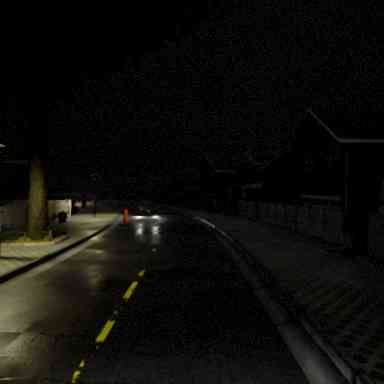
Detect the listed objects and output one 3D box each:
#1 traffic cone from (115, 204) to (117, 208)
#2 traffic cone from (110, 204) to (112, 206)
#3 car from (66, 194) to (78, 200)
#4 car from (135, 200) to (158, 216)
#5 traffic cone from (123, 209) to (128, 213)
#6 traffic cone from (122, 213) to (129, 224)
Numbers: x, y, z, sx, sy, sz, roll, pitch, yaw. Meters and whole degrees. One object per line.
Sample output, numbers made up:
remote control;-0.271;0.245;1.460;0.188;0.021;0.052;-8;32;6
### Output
traffic cone;-10.676;1.917;46.864;0.340;0.580;0.340;0;0;-21
traffic cone;-12.518;1.897;51.386;0.340;0.580;0.340;0;0;-23
car;-29.465;1.197;80.760;4.902;1.511;2.128;0;1;44
car;-4.529;1.494;32.898;1.812;1.442;4.674;0;0;-13
traffic cone;-5.477;1.921;28.061;0.340;0.580;0.340;0;0;-10
traffic cone;-4.733;1.911;23.233;0.340;0.580;0.340;0;0;-7
